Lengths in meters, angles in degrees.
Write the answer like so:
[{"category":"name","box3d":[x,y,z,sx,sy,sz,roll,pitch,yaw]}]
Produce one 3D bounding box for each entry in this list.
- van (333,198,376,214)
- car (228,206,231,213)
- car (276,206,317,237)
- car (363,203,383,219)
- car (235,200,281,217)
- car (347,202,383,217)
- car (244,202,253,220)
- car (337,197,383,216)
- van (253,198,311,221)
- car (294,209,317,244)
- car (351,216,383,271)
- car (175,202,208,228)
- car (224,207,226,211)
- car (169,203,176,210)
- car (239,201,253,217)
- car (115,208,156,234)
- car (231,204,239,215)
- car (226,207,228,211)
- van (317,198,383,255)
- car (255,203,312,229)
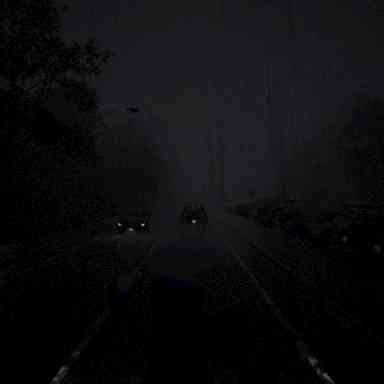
[{"category":"van","box3d":[20.333,1.753,41.756,4.442,1.987,1.878,0,-1,0]},{"category":"car","box3d":[7.136,1.928,39.108,5.008,1.535,2.097,0,-1,0]},{"category":"car","box3d":[7.056,1.628,16.906,4.792,1.488,2.163,0,-1,0]},{"category":"car","box3d":[20.192,1.834,33.325,4.892,1.521,2.231,0,-1,0]},{"category":"car","box3d":[7.156,1.755,36.334,4.553,1.767,2.185,0,-1,0]},{"category":"car","box3d":[20.019,1.871,36.093,5.366,1.575,1.946,0,-1,0]},{"category":"car","box3d":[7.111,1.798,28.009,4.674,1.452,2.002,0,-1,0]},{"category":"car","box3d":[20.237,1.669,38.865,5.566,2.045,2.435,0,-1,0]},{"category":"van","box3d":[7.219,1.493,25.236,4.442,1.987,1.878,0,-1,0]},{"category":"car","box3d":[7.083,1.599,14.129,4.674,1.452,2.002,0,-1,0]},{"category":"car","box3d":[7.099,1.509,8.571,4.792,1.488,2.163,0,0,0]},{"category":"car","box3d":[0.126,1.702,23.641,2.128,1.511,4.902,0,-1,0]},{"category":"car","box3d":[6.956,2.044,44.649,5.366,1.575,1.946,0,-1,0]},{"category":"car","box3d":[-3.196,2.733,62.482,1.994,1.385,4.181,0,-2,1]},{"category":"car","box3d":[7.143,1.828,30.784,4.792,1.488,2.163,0,-1,0]},{"category":"car","box3d":[-3.328,1.720,20.800,2.033,1.411,5.357,0,-1,0]},{"category":"car","box3d":[7.091,1.587,33.564,5.566,2.045,2.435,0,-1,0]},{"category":"car","box3d":[7.141,1.984,41.880,4.892,1.521,2.231,0,-1,0]},{"category":"van","box3d":[6.959,1.293,11.357,4.442,1.987,1.878,0,-1,0]},{"category":"car","box3d":[7.103,1.678,22.457,5.008,1.535,2.097,0,-1,0]}]
